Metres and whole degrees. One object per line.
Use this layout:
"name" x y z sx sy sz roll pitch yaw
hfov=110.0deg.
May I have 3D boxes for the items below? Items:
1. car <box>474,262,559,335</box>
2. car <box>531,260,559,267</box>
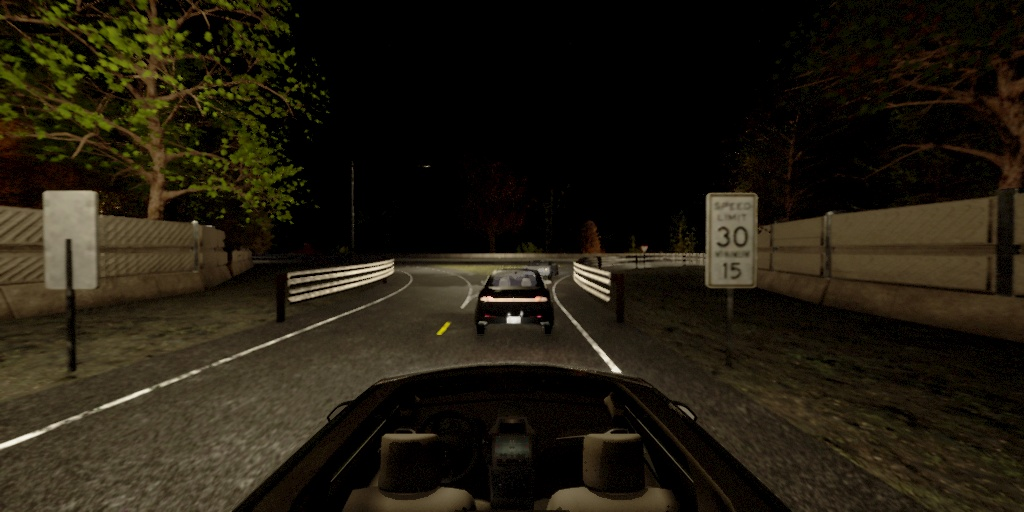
"car" 0.100 1.095 9.957 2.128 1.511 4.902 0 1 2
"car" 2.254 0.912 26.337 1.895 1.301 4.718 0 1 15
